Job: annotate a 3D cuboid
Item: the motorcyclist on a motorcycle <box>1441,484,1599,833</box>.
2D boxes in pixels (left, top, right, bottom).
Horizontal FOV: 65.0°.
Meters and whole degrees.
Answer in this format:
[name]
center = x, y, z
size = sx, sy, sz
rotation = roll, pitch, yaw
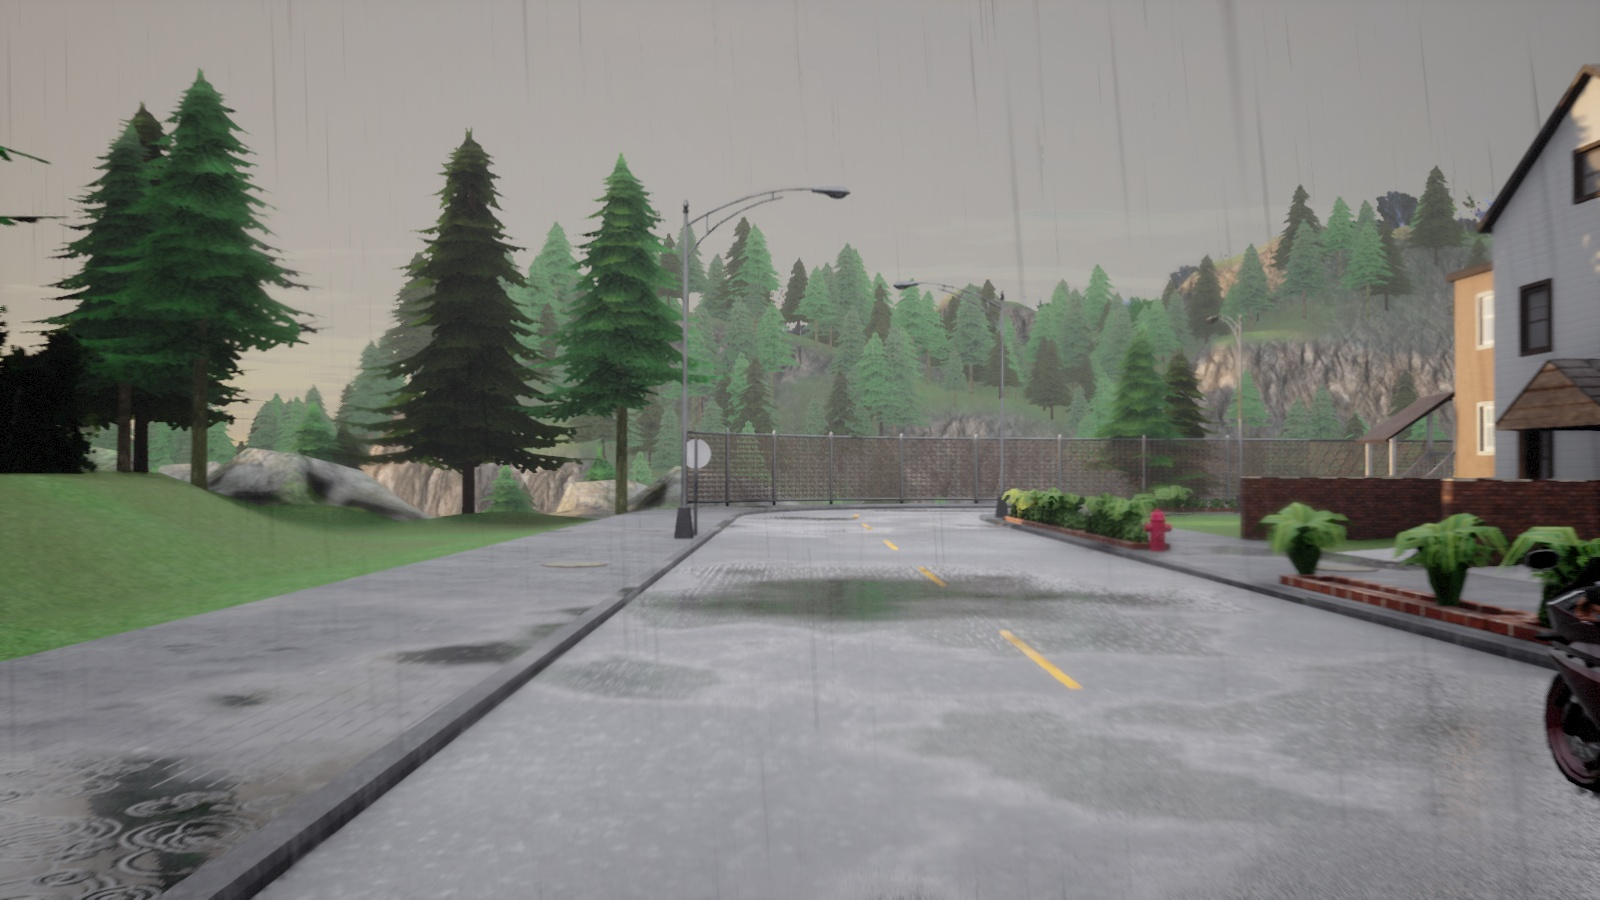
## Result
[motorcyclist on a motorcycle]
center = 3.985, 0.938, 5.845
size = 0.866, 1.530, 2.191
rotation = 0, -1, 0
